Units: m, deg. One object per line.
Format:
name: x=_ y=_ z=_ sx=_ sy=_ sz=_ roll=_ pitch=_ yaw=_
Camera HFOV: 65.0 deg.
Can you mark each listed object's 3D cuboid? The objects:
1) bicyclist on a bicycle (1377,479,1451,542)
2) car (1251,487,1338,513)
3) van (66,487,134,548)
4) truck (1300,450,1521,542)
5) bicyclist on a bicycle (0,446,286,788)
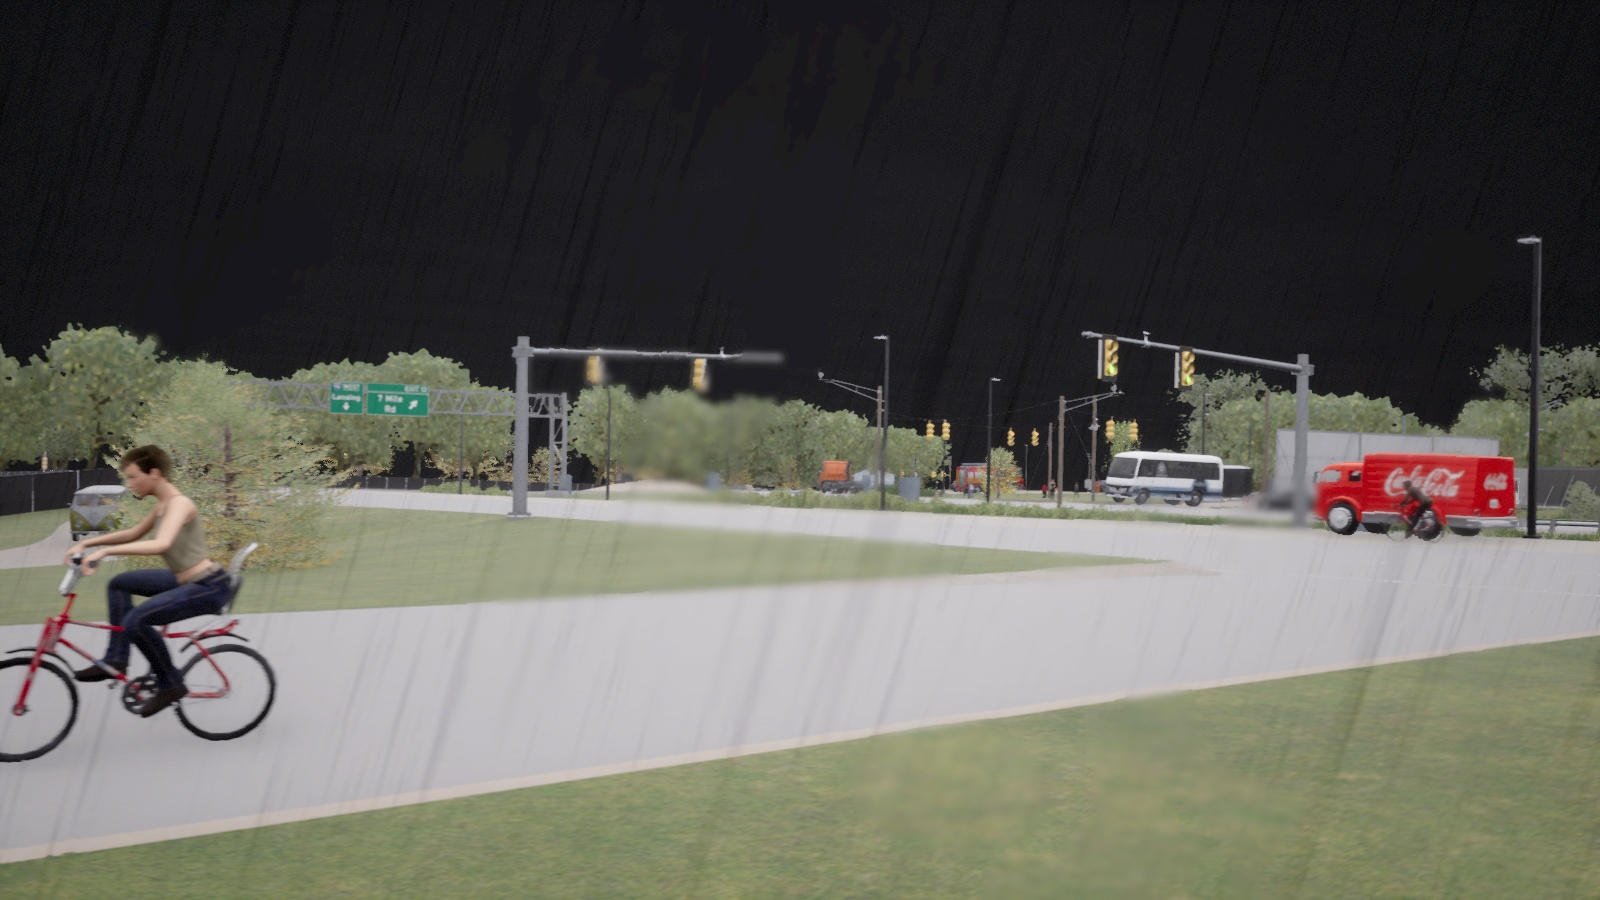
bicyclist on a bicycle: x=16.264 y=1.592 z=33.304 sx=0.582 sy=1.620 sz=1.656 roll=1 pitch=-2 yaw=-34
car: x=31.121 y=3.144 z=79.157 sx=1.837 sy=1.490 sz=4.892 roll=1 pitch=-1 yaw=-34
van: x=-26.773 y=2.527 z=48.156 sx=1.775 sy=1.987 sz=4.442 roll=0 pitch=1 yaw=-22
truck: x=17.907 y=1.276 z=37.105 sx=2.627 sy=2.467 sz=5.204 roll=1 pitch=0 yaw=-34
bicyclist on a bicycle: x=-3.583 y=0.791 z=6.553 sx=1.509 sy=1.612 sz=0.866 roll=1 pitch=0 yaw=-34
